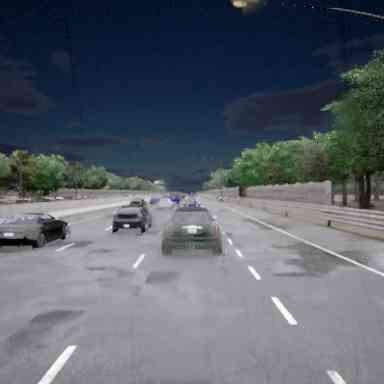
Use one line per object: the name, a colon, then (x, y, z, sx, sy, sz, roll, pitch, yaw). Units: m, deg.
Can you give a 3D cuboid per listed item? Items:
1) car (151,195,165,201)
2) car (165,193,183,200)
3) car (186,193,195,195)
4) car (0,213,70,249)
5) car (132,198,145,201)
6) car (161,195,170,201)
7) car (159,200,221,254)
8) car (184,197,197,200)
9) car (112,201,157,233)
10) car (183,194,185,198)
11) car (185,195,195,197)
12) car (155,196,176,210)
car: (-6.975, 1.546, 65.141, 1.882, 1.535, 5.008, 0, 0, 0)
car: (-3.475, 1.290, 65.188, 2.150, 2.045, 5.566, 0, 0, 0)
car: (0.032, 1.604, 83.271, 2.128, 1.511, 4.902, 0, 0, 0)
car: (-6.995, 1.603, 14.740, 1.994, 1.385, 4.181, 0, 0, 0)
car: (-6.983, 1.573, 43.540, 1.837, 1.490, 4.892, 0, 0, 0)
car: (-6.967, 1.583, 87.283, 1.837, 1.490, 4.892, 0, 0, 0)
car: (0.004, 1.388, 13.788, 2.097, 1.767, 4.553, 0, 0, 0)
car: (0.016, 1.666, 41.740, 1.895, 1.301, 4.718, 0, 0, 0)
car: (-3.490, 1.555, 20.151, 1.837, 1.490, 4.892, 0, 0, 0)
car: (-3.468, 1.676, 85.292, 1.895, 1.301, 4.718, 0, 0, 0)
car: (0.023, 1.668, 65.127, 1.895, 1.301, 4.718, 0, 0, 0)
car: (-3.483, 1.592, 44.432, 1.812, 1.442, 4.674, 0, 0, 0)
